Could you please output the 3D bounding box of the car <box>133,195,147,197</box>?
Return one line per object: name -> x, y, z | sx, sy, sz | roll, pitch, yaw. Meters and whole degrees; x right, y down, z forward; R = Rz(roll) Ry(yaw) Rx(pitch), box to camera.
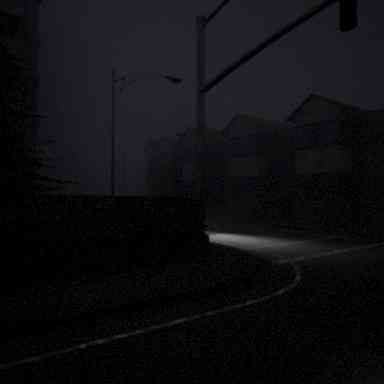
car -> -10.847, 1.675, 77.266 | 4.514, 1.523, 2.007 | 1, 0, -36
